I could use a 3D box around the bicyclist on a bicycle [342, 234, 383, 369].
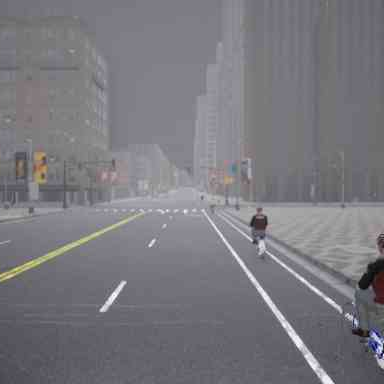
[{"bbox_3d":[2.220,1.364,3.994,0.659,1.776,1.843,0,0,0],"label":"bicyclist on a bicycle"}]

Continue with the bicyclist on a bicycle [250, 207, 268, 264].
[{"bbox_3d":[2.165,1.356,10.902,0.659,1.776,1.843,0,0,0],"label":"bicyclist on a bicycle"}]

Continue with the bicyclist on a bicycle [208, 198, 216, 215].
[{"bbox_3d":[1.993,1.403,32.725,0.866,1.612,1.509,0,0,0],"label":"bicyclist on a bicycle"}]

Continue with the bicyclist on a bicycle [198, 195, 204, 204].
[{"bbox_3d":[1.784,1.345,58.929,0.659,1.776,1.843,0,0,0],"label":"bicyclist on a bicycle"}]

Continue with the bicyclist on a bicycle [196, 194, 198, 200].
[{"bbox_3d":[1.532,1.412,90.745,0.866,1.612,1.509,0,0,0],"label":"bicyclist on a bicycle"}]
